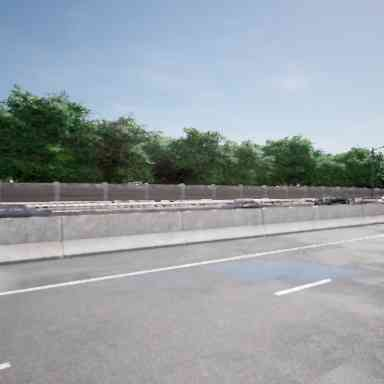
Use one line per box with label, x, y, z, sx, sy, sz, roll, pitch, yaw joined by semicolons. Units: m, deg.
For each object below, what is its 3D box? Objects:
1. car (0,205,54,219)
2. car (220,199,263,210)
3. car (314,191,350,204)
car;-11.750;1.539;21.402;5.357;1.411;2.033;0;0;-35
car;5.002;1.528;33.298;4.892;1.490;1.837;0;0;-35
car;17.933;0.920;42.373;5.566;2.045;2.150;0;0;-35
